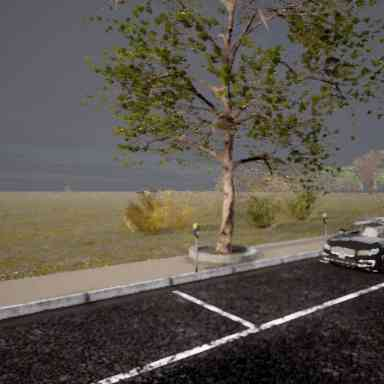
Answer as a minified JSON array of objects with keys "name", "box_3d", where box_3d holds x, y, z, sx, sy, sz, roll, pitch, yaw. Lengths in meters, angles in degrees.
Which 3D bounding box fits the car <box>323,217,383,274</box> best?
[{"name":"car","box_3d":[5.829,1.490,10.260,4.403,1.369,2.008,0,1,-36]}]
